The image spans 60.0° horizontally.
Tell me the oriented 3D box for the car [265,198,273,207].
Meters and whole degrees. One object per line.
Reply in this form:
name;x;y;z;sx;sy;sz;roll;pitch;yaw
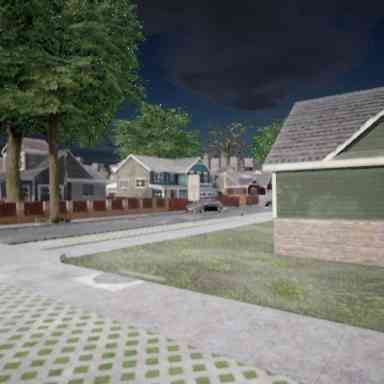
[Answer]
car;12.315;1.457;48.009;2.033;1.411;5.357;-1;-1;35

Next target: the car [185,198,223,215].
car;1.234;1.396;32.606;2.128;1.511;4.902;-1;-1;35
